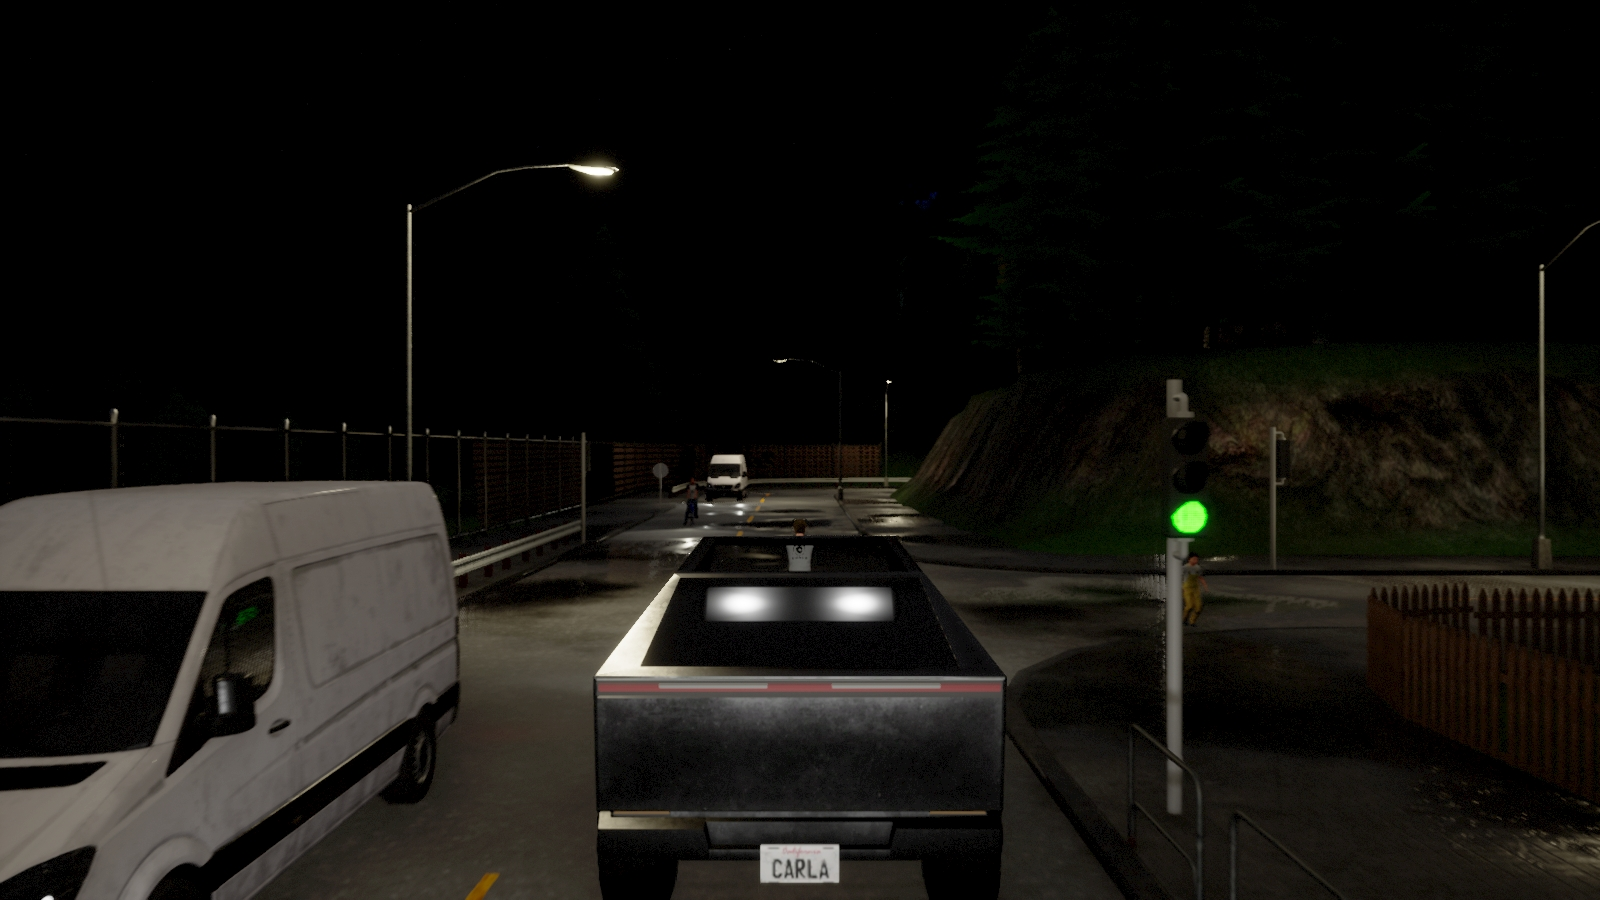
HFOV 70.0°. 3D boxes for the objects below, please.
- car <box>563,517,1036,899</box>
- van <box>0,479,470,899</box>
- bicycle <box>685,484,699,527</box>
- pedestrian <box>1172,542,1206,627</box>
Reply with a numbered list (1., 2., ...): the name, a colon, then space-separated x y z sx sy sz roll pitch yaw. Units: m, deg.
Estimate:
1. car: -0.002 1.754 8.911 2.390 2.098 6.274 0 0 0
2. van: -3.998 1.535 7.446 1.988 2.561 5.915 0 0 0
3. bicycle: -4.000 2.056 42.461 0.373 1.496 1.643 0 0 0
4. pedestrian: 6.171 2.129 18.114 0.375 1.300 0.375 0 0 -11
